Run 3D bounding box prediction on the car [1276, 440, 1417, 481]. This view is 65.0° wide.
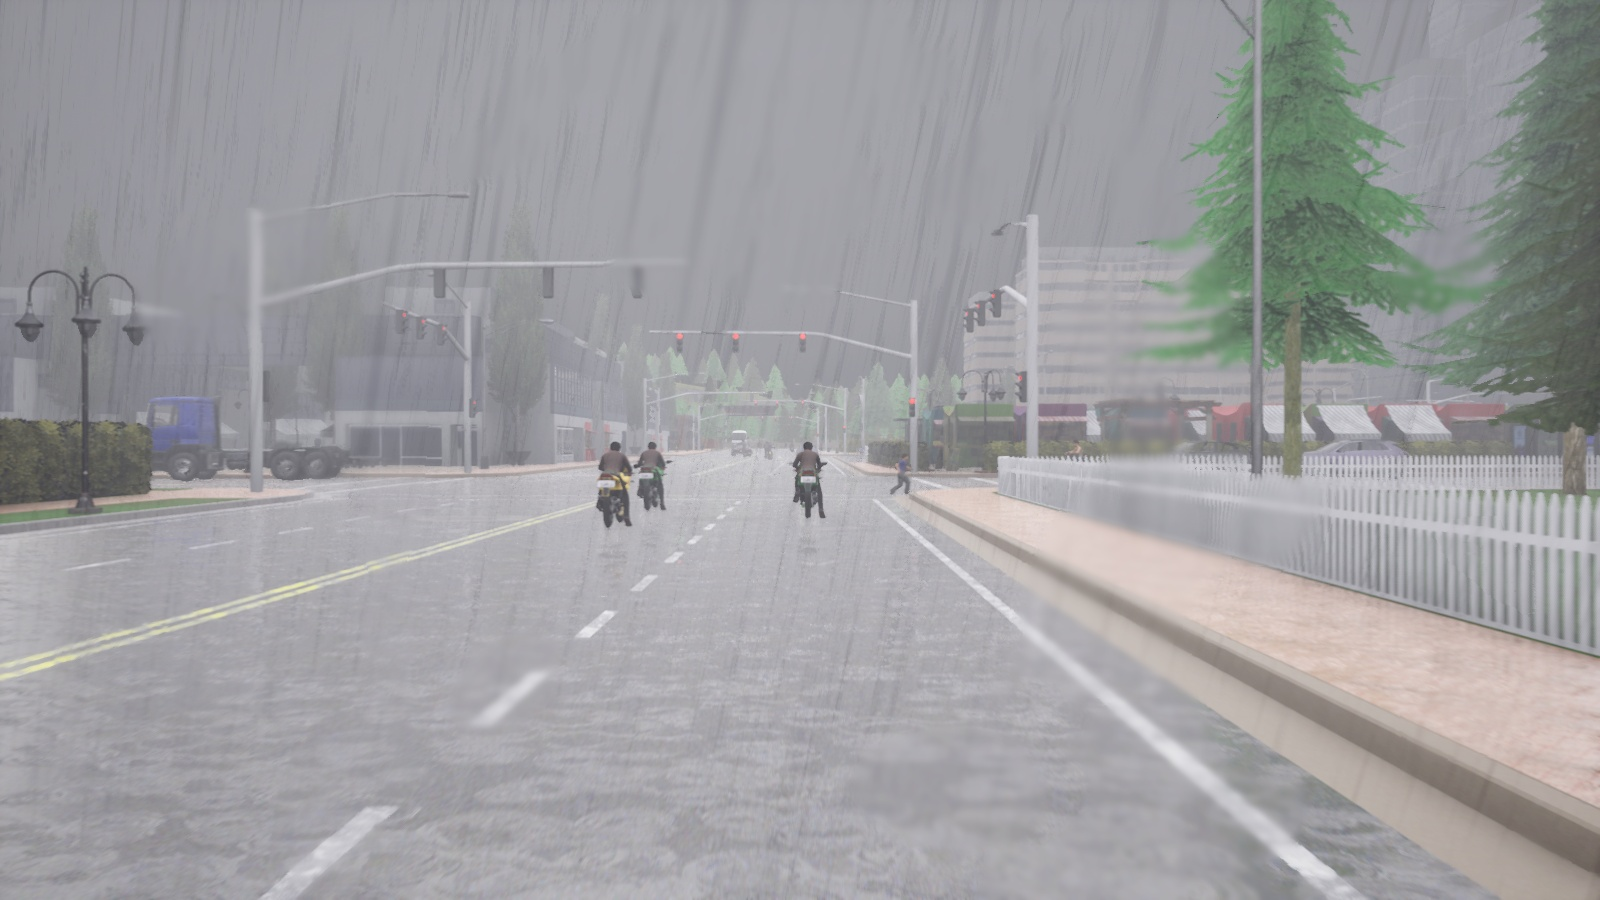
[{"bbox_3d":[22.253,0.406,51.247,4.856,1.649,2.033,0,0,-1],"label":"car"}]

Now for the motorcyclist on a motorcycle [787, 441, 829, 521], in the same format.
[{"bbox_3d":[0.157,0.588,24.974,0.797,1.523,2.044,0,0,0],"label":"motorcyclist on a motorcycle"}]

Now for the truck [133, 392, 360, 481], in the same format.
[{"bbox_3d":[-22.243,-0.540,50.899,7.936,3.462,2.891,0,1,-9],"label":"truck"}]

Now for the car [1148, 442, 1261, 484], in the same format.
[{"bbox_3d":[15.301,0.469,47.609,3.705,1.549,1.789,0,0,-1],"label":"car"}]

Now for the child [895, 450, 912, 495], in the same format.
[{"bbox_3d":[2.921,0.627,35.442,0.437,1.263,0.270,0,0,1],"label":"child"}]

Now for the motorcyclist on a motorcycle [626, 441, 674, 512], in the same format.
[{"bbox_3d":[-3.326,0.568,27.996,0.797,1.523,2.044,0,0,0],"label":"motorcyclist on a motorcycle"}]

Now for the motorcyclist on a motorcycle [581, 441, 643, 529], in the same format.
[{"bbox_3d":[-3.357,0.598,22.608,0.797,1.523,2.044,0,0,0],"label":"motorcyclist on a motorcycle"}]
